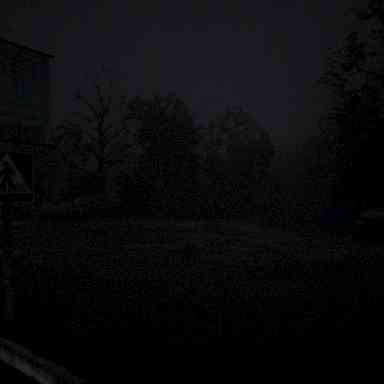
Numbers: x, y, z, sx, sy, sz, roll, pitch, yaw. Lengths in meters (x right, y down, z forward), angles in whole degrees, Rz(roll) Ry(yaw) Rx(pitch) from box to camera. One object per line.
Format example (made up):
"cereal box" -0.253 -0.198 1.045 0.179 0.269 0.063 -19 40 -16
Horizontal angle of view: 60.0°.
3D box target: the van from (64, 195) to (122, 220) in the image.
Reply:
"van" -8.054 1.234 27.967 1.878 1.987 4.442 -1 0 35

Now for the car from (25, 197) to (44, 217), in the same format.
"car" -12.343 1.526 31.347 1.946 1.575 5.366 -1 -1 35

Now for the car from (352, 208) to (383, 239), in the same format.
"car" 9.018 1.476 16.090 2.002 1.452 4.674 0 0 35

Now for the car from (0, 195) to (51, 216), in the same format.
"car" -17.149 1.378 34.459 2.435 2.045 5.566 -2 -1 35

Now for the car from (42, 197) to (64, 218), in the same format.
"car" -10.166 1.489 29.818 1.946 1.575 5.366 -1 0 35
